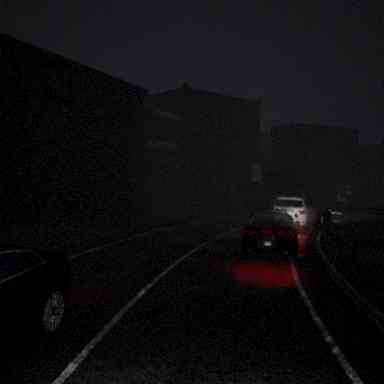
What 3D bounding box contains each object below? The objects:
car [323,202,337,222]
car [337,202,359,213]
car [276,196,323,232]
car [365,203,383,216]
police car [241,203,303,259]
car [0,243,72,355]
[{"bbox_3d":[9.814,1.694,26.543,1.837,1.490,4.892,4,1,35],"label":"car"},{"bbox_3d":[19.107,1.847,41.876,4.181,1.385,1.994,2,3,-34],"label":"car"},{"bbox_3d":[6.836,1.332,21.733,2.150,2.045,5.566,3,1,28],"label":"car"},{"bbox_3d":[23.301,2.081,40.545,5.008,1.535,1.882,2,3,-30],"label":"car"},{"bbox_3d":[3.176,1.457,13.100,1.930,1.638,5.238,2,0,17],"label":"police car"},{"bbox_3d":[-3.192,1.448,3.894,2.128,1.511,4.902,1,0,6],"label":"car"}]
